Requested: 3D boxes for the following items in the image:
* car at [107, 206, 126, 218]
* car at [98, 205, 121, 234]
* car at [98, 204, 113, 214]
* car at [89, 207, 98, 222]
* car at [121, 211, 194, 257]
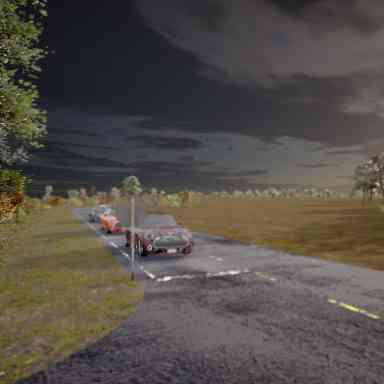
[{"bbox_3d":[-10.286,2.643,45.314,1.812,1.442,4.674,0,-1,-22],"label":"car"},{"bbox_3d":[-5.175,1.921,23.716,2.097,1.767,4.553,0,-1,-22],"label":"car"},{"bbox_3d":[-14.942,2.905,57.097,1.882,1.535,5.008,0,-1,-21],"label":"car"},{"bbox_3d":[-9.817,2.371,35.462,2.128,1.511,4.902,0,-2,-22],"label":"car"},{"bbox_3d":[-1.569,1.680,14.600,2.097,1.767,4.553,0,-1,-22],"label":"car"}]
